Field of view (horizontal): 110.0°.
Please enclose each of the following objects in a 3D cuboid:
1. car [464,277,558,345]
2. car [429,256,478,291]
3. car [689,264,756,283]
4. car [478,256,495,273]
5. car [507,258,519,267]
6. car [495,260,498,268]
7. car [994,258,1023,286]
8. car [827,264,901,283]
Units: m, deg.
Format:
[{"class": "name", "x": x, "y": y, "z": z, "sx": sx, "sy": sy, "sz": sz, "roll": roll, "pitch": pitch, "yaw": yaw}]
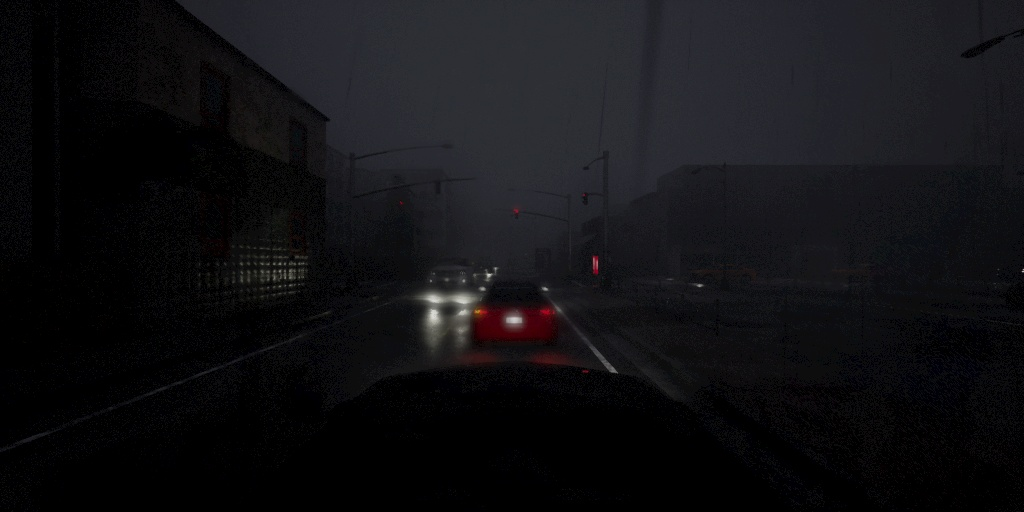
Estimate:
[{"class": "car", "x": 0.064, "y": 1.314, "z": 9.508, "sx": 1.994, "sy": 1.385, "sz": 4.181, "roll": 0, "pitch": 0, "yaw": 0}, {"class": "car", "x": -3.591, "y": 0.996, "z": 22.396, "sx": 2.150, "sy": 2.045, "sz": 5.566, "roll": 0, "pitch": -1, "yaw": -1}, {"class": "car", "x": 17.302, "y": 1.404, "z": 29.582, "sx": 5.008, "sy": 1.535, "sz": 1.882, "roll": 0, "pitch": 0, "yaw": 0}, {"class": "car", "x": -3.587, "y": 0.971, "z": 44.181, "sx": 2.150, "sy": 2.045, "sz": 5.566, "roll": 0, "pitch": 0, "yaw": 0}, {"class": "car", "x": 0.116, "y": 1.102, "z": 64.742, "sx": 2.097, "sy": 1.767, "sz": 4.553, "roll": 0, "pitch": 0, "yaw": 0}, {"class": "car", "x": -3.552, "y": 1.275, "z": 62.536, "sx": 1.812, "sy": 1.442, "sz": 4.674, "roll": 0, "pitch": 0, "yaw": 0}, {"class": "car", "x": 43.641, "y": 1.149, "z": 29.582, "sx": 5.566, "sy": 2.045, "sz": 2.150, "roll": 0, "pitch": 0, "yaw": 0}, {"class": "car", "x": 28.969, "y": 1.404, "z": 29.605, "sx": 5.008, "sy": 1.535, "sz": 1.882, "roll": 0, "pitch": 0, "yaw": 0}]
